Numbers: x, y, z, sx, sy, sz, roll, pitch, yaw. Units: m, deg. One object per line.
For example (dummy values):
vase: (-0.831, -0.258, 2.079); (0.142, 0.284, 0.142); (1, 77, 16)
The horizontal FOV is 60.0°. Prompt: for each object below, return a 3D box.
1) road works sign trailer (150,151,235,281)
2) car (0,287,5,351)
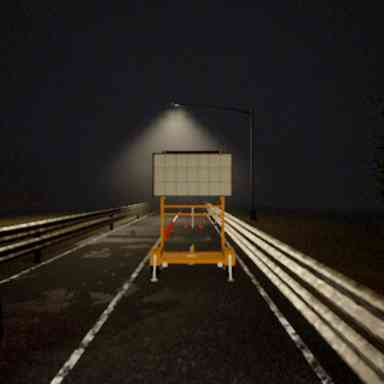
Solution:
road works sign trailer: (0.020, 0.551, 10.103); (2.380, 3.560, 2.880); (0, 0, 0)
car: (-3.249, 1.496, 2.047); (1.882, 1.535, 5.008); (0, 0, 0)
